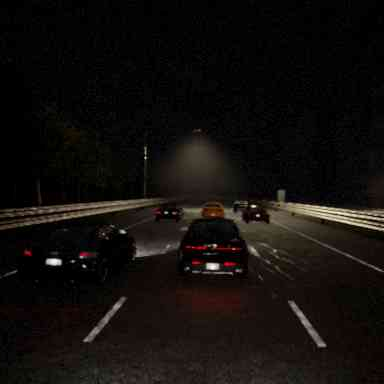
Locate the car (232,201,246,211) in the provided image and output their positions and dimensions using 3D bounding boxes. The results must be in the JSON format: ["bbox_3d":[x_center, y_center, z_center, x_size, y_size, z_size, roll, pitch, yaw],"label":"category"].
[{"bbox_3d":[6.168,1.835,41.970,2.128,1.511,4.902,1,0,4],"label":"car"}]

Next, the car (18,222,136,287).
[{"bbox_3d":[-2.917,1.524,9.328,1.994,1.385,4.181,1,0,4],"label":"car"}]

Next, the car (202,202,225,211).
[{"bbox_3d":[1.842,1.648,28.857,1.882,1.535,5.008,1,0,4],"label":"car"}]

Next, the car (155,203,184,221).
[{"bbox_3d":[-1.762,1.627,27.309,2.033,1.411,5.357,1,0,4],"label":"car"}]

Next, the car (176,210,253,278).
[{"bbox_3d":[0.659,1.551,10.388,1.837,1.490,4.892,1,0,4],"label":"car"}]

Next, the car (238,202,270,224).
[{"bbox_3d":[5.257,1.807,27.786,1.994,1.385,4.181,1,0,4],"label":"car"}]
